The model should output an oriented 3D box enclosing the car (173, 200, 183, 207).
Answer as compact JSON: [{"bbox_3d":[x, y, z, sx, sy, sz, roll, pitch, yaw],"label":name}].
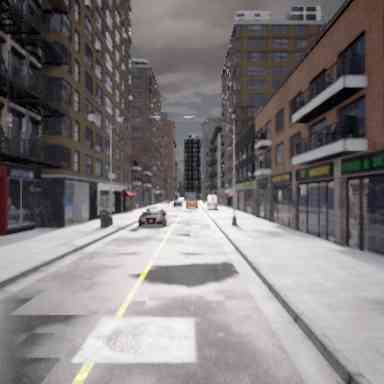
[{"bbox_3d":[-2.782,2.309,65.591,1.895,1.301,4.718,0,-1,0],"label":"car"}]

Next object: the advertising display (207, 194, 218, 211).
[{"bbox_3d":[2.997,1.565,48.878,1.540,2.440,0.280,0,0,0],"label":"advertising display"}]

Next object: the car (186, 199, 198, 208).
[{"bbox_3d":[0.003,2.023,59.774,2.097,1.767,4.553,0,-1,0],"label":"car"}]

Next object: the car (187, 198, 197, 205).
[{"bbox_3d":[-0.025,2.200,75.271,2.033,1.411,5.357,0,-1,0],"label":"car"}]

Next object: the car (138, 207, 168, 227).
[{"bbox_3d":[-2.858,1.848,25.151,1.994,1.385,4.181,0,-1,0],"label":"car"}]
